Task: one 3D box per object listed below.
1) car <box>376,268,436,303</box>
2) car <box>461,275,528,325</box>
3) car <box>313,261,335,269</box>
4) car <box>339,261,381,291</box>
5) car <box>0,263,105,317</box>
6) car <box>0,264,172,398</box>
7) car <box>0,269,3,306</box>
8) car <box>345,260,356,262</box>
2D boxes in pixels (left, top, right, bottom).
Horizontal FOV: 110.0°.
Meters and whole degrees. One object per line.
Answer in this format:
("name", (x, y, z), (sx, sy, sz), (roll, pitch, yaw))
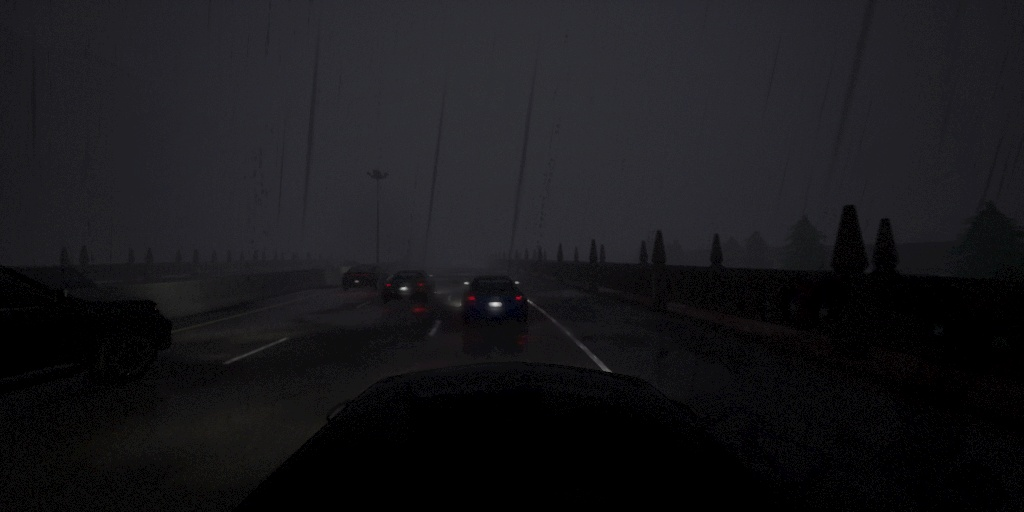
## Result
("car", (-4.746, 1.339, 16.928), (1.994, 1.385, 4.181), (0, 0, -7))
("car", (-0.645, 1.321, 11.965), (1.994, 1.385, 4.181), (0, 0, -5))
("car", (-28.183, 1.409, 53.961), (1.812, 1.442, 4.674), (0, 0, -8))
("car", (-9.065, 1.272, 22.574), (1.882, 1.535, 5.008), (0, 0, -8))
("car", (-18.518, 1.181, 13.254), (2.097, 1.767, 4.553), (0, 0, -7))
("car", (-7.041, 1.001, 3.913), (2.150, 2.045, 5.566), (0, 0, -2))
("car", (-21.925, 1.320, 12.398), (1.882, 1.535, 5.008), (0, 0, -7))
("car", (-19.589, 1.409, 43.906), (1.994, 1.385, 4.181), (0, 0, -9))
